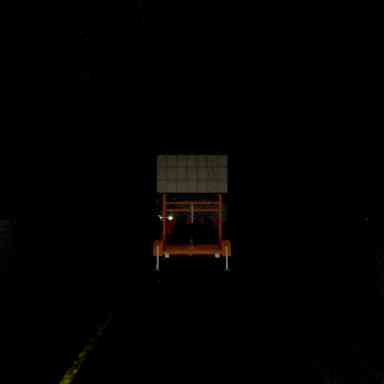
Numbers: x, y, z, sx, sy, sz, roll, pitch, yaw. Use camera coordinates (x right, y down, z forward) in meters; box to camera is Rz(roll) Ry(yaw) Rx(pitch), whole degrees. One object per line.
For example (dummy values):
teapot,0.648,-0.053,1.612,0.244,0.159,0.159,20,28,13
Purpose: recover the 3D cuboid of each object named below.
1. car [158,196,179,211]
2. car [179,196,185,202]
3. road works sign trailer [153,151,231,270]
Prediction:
car,-3.065,1.518,40.532,2.128,1.511,4.902,0,0,0
car,-2.928,1.646,81.503,1.837,1.490,4.892,0,-1,0
road works sign trailer,0.008,0.465,10.955,2.380,3.560,2.880,0,0,0
